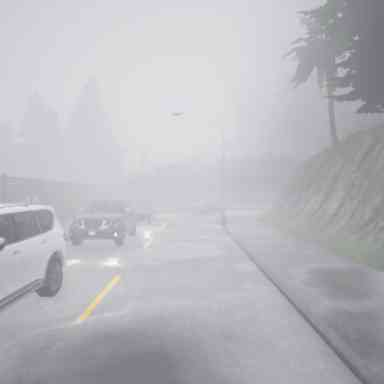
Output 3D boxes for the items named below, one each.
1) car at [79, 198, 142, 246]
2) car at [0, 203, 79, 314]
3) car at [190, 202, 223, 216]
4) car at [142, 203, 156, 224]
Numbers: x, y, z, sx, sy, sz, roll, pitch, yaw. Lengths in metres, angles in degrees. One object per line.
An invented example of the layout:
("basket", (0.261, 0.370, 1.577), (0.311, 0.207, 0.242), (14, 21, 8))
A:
("car", (-4.072, 1.339, 16.305), (2.150, 2.045, 5.566), (0, 0, 0))
("car", (-4.090, 1.265, 5.895), (2.150, 2.045, 5.566), (0, 0, 0))
("car", (1.628, 1.783, 35.697), (1.812, 1.442, 4.674), (0, -1, 37))
("car", (-4.039, 1.670, 26.828), (1.882, 1.535, 5.008), (0, 0, 0))
